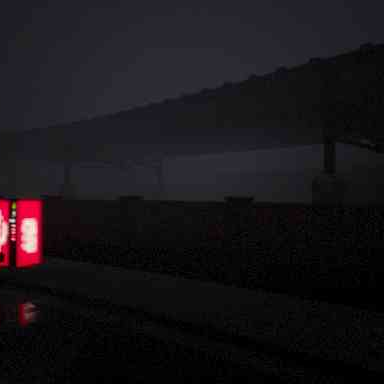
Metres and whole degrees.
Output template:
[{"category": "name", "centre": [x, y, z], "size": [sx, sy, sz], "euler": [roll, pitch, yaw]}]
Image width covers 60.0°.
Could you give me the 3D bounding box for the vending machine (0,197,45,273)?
[{"category": "vending machine", "centre": [-5.150, 1.200, 9.878], "size": [0.880, 2.100, 1.100], "euler": [0, 0, 30]}]
